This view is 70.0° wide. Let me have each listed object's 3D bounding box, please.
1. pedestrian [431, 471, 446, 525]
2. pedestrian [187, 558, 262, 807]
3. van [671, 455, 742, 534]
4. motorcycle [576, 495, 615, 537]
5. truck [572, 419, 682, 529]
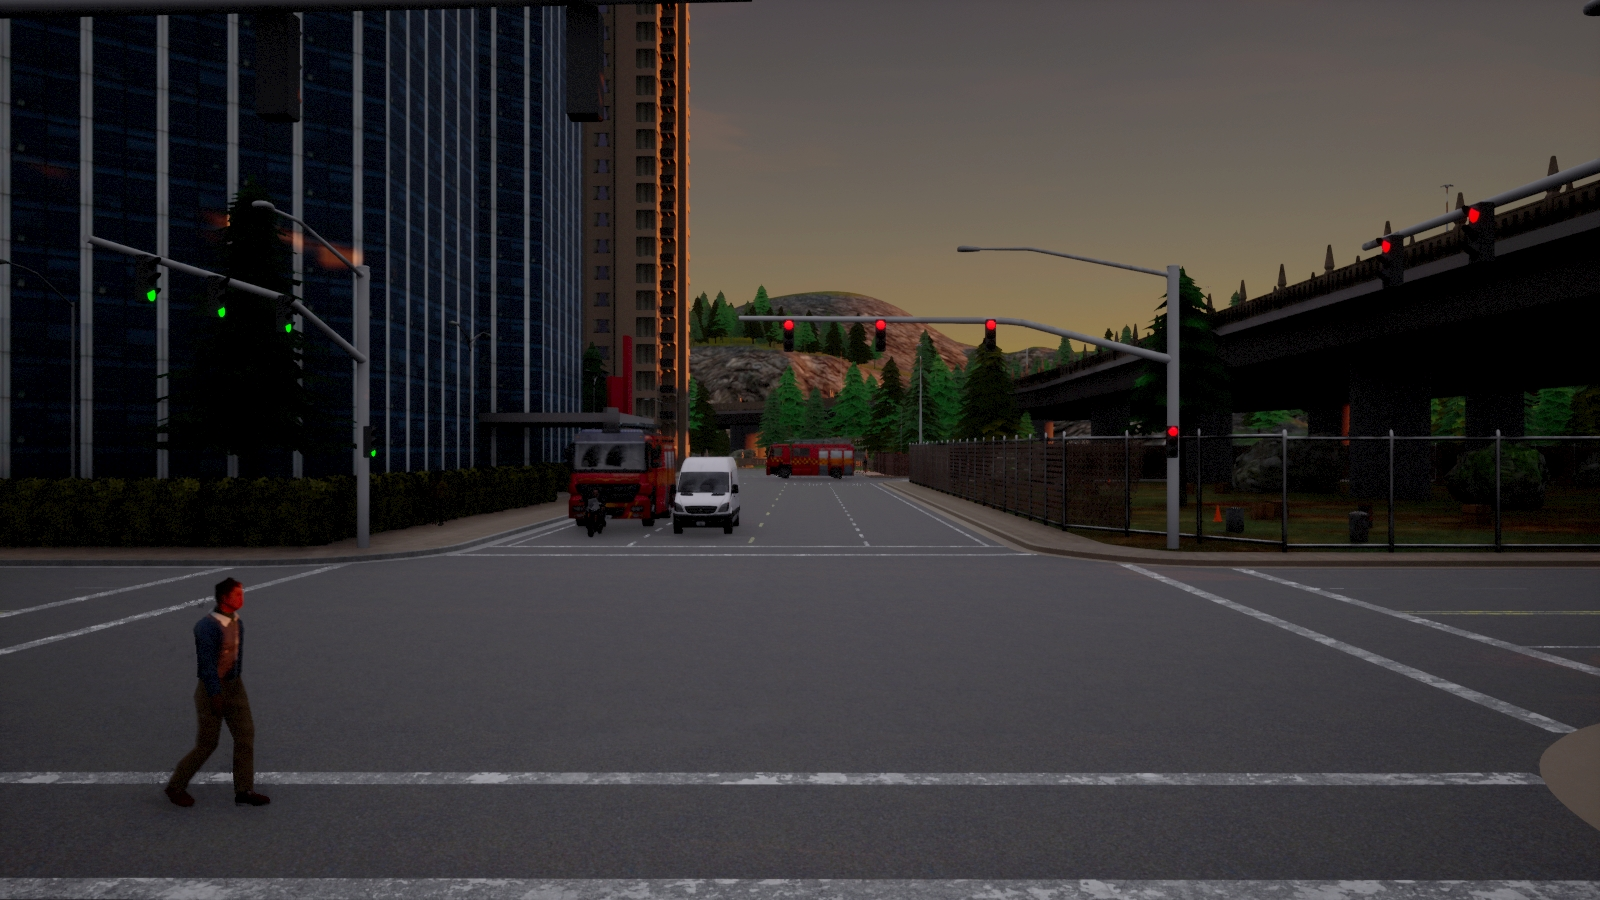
[{"bbox_3d":[-12.403,1.642,39.163,0.375,1.860,0.375,0,0,4],"label":"pedestrian"},{"bbox_3d":[-4.490,1.794,8.925,0.375,1.860,0.375,0,0,7],"label":"pedestrian"},{"bbox_3d":[-3.226,1.479,40.346,1.988,2.561,5.915,0,0,0],"label":"van"},{"bbox_3d":[-6.735,2.150,37.693,0.867,1.251,2.209,0,0,0],"label":"motorcycle"},{"bbox_3d":[-6.445,0.833,43.978,2.891,3.827,8.468,0,0,0],"label":"truck"}]
